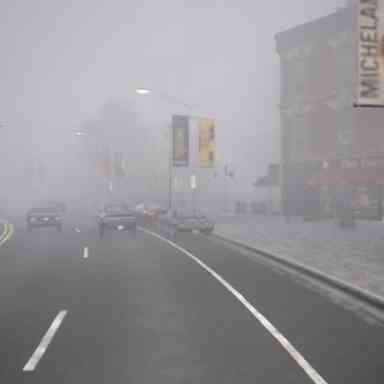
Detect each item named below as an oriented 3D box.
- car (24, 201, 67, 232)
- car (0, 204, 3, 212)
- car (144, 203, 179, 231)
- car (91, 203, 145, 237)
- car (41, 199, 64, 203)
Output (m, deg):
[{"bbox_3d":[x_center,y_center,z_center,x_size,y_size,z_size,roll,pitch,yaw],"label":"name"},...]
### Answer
[{"bbox_3d":[-9.006,1.504,20.057,2.033,1.411,5.357,0,0,-28],"label":"car"},{"bbox_3d":[-22.537,1.544,36.616,4.718,1.301,1.895,0,0,43],"label":"car"},{"bbox_3d":[-2.973,1.447,22.639,2.002,1.452,4.674,0,0,-28],"label":"car"},{"bbox_3d":[-4.293,1.440,17.933,2.128,1.511,4.902,0,0,-22],"label":"car"},{"bbox_3d":[-14.184,1.417,33.176,2.128,1.511,4.902,0,0,-42],"label":"car"}]
